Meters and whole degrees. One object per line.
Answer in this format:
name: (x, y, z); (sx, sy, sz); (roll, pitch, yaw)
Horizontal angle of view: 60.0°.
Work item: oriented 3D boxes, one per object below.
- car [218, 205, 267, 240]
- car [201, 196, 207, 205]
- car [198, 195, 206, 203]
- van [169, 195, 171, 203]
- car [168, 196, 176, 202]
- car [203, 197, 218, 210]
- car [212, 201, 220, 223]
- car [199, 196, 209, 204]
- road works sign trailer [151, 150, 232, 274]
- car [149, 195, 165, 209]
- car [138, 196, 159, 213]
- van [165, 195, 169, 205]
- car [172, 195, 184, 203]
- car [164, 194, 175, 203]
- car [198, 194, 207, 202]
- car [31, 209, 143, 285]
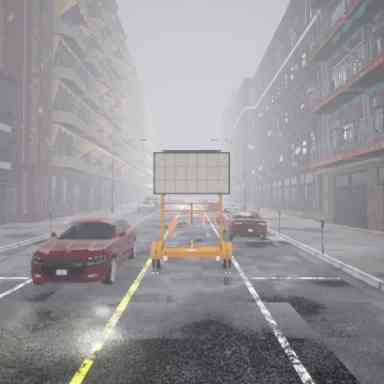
car: (2.589, 1.564, 16.875); (1.887, 1.381, 4.507); (1, 0, 0)
car: (2.597, 1.634, 44.529); (2.008, 1.369, 4.403); (1, 0, 0)
car: (2.602, 1.683, 61.121); (1.887, 1.381, 4.507); (1, 0, 0)
van: (-5.274, 1.480, 61.186); (1.690, 1.788, 3.998); (1, 0, 0)
car: (-5.272, 1.830, 88.838); (1.947, 1.339, 4.313); (1, 0, 0)
car: (2.595, 1.613, 38.997); (1.887, 1.381, 4.507); (1, 0, 0)
car: (2.591, 1.554, 22.577); (1.752, 1.417, 4.829); (1, 0, 0)
car: (2.615, 1.625, 72.183); (1.967, 1.590, 4.097); (1, 0, 0)
road works sign trailer: (-0.007, 0.474, 10.557); (2.380, 3.560, 2.880); (0, 0, 0)
car: (-5.277, 1.398, 44.595); (2.192, 1.841, 5.009); (2, 0, 0)
car: (-5.284, 1.593, 38.893); (1.752, 1.417, 4.829); (2, 0, 0)
van: (-5.275, 1.459, 55.654); (1.690, 1.788, 3.998); (2, 0, 0)
car: (-2.728, 1.747, 71.746); (1.994, 1.385, 4.181); (0, 0, 0)
car: (-5.268, 1.525, 77.776); (2.192, 1.841, 5.009); (1, 0, 0)
car: (2.579, 1.551, 83.245); (2.192, 1.841, 5.009); (1, 0, 0)
car: (-2.846, 1.486, 9.763); (1.882, 1.535, 5.008); (0, 0, 0)
